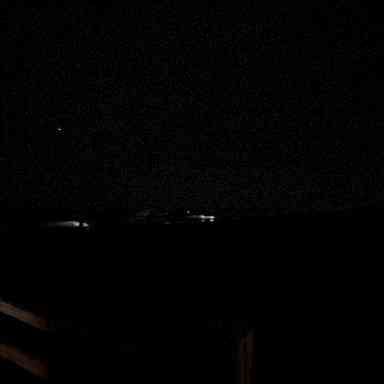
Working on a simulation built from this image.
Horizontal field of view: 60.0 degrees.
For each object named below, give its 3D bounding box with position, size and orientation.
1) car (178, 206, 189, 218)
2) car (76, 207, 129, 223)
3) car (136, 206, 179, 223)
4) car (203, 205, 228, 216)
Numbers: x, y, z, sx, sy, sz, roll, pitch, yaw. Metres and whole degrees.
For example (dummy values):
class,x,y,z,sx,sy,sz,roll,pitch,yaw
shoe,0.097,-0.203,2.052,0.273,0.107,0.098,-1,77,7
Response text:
class,x,y,z,sx,sy,sz,roll,pitch,yaw
car,-2.328,2.489,41.577,1.837,1.490,4.892,3,0,36
car,-8.683,2.198,32.742,2.033,1.411,5.357,3,0,36
car,-3.787,2.447,34.510,1.812,1.442,4.674,3,0,36
car,3.595,2.778,49.763,1.837,1.490,4.892,3,1,36
